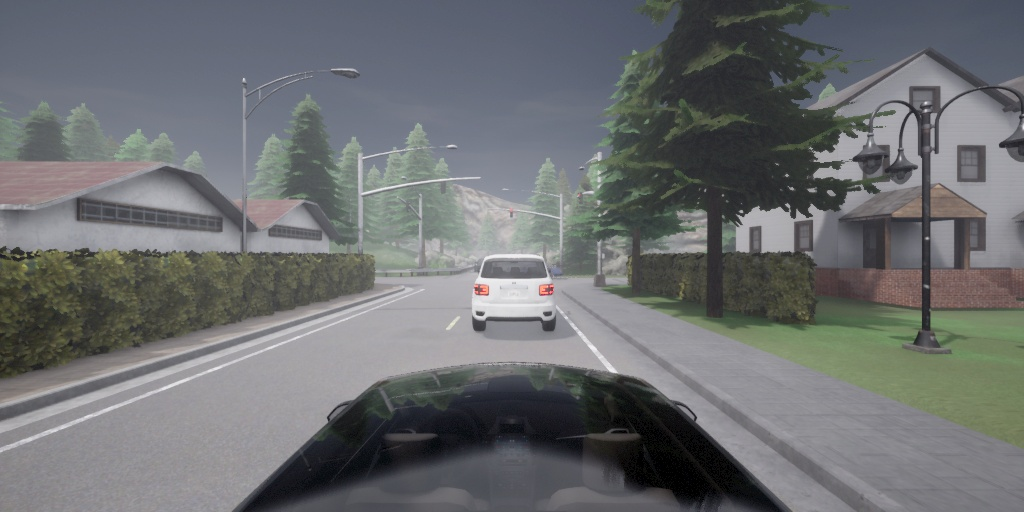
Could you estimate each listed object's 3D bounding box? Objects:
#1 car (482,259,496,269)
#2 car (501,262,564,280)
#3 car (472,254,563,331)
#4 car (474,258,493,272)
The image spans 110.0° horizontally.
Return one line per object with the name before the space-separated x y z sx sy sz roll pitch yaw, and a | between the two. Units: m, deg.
car | -3.574 1.276 55.557 1.812 1.442 4.674 0 0 0
car | 1.740 1.286 31.220 5.357 1.411 2.033 0 0 0
car | 0.066 0.971 11.088 2.150 2.045 5.566 0 0 0
car | -3.582 1.102 45.572 2.097 1.767 4.553 0 0 0
